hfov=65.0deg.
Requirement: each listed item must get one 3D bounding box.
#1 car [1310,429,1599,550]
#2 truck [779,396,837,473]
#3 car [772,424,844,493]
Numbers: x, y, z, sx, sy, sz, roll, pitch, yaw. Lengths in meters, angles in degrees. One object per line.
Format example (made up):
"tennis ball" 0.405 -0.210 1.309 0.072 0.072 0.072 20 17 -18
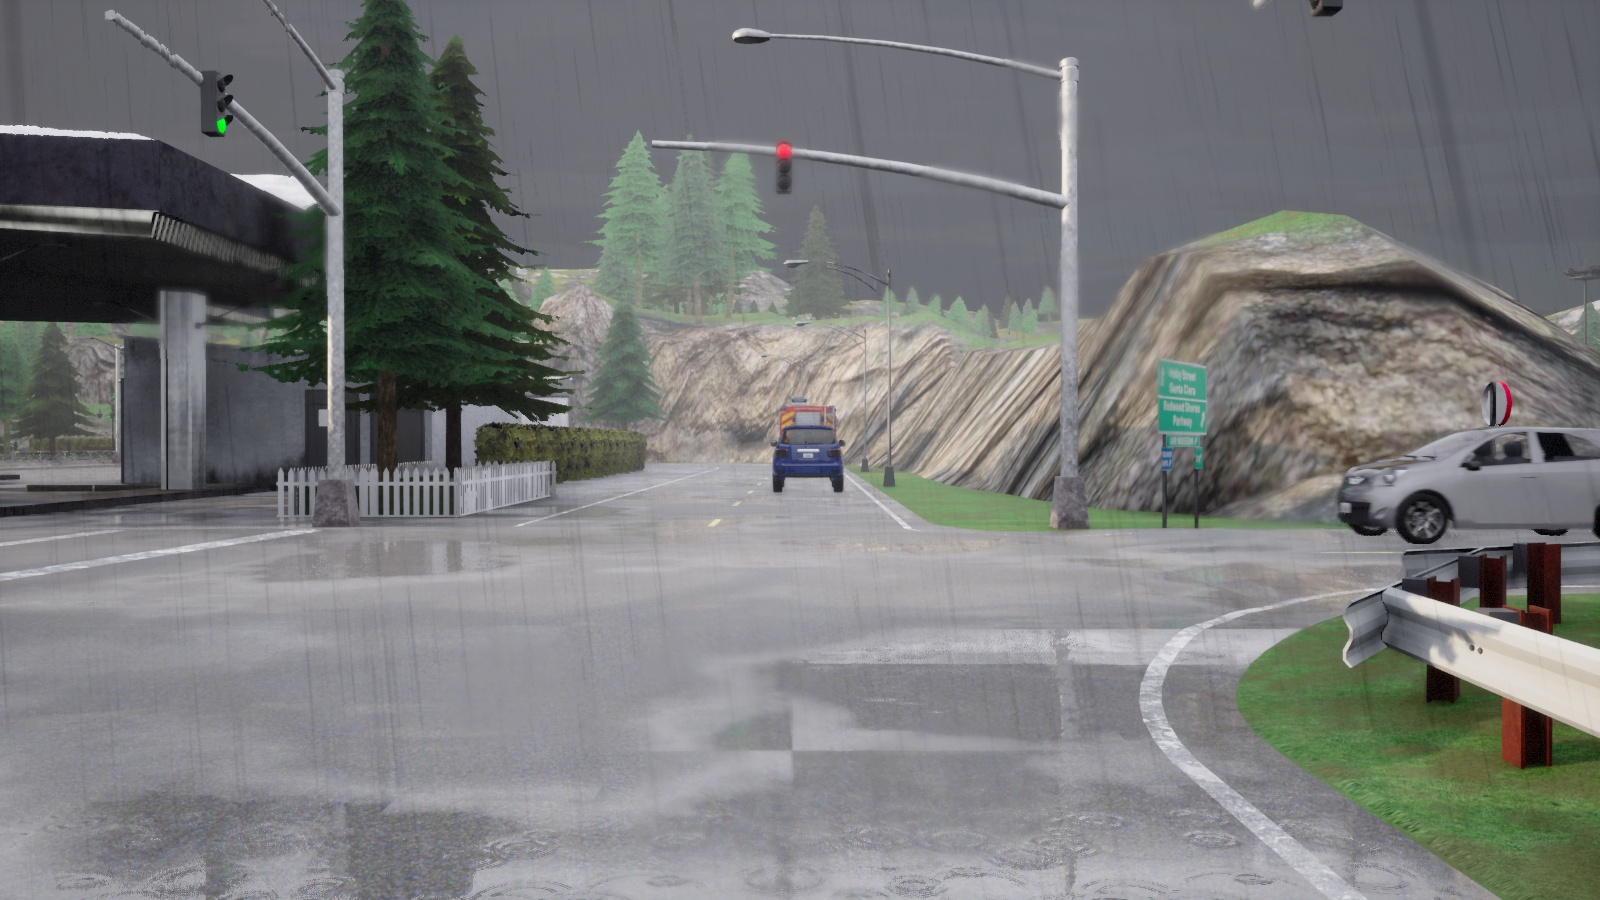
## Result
"car" 8.935 0.483 16.580 3.633 1.501 1.845 0 0 0
"truck" 0.415 -0.795 66.748 2.891 3.827 8.468 0 0 0
"car" 0.256 0.240 39.978 2.150 2.045 5.566 0 0 0
